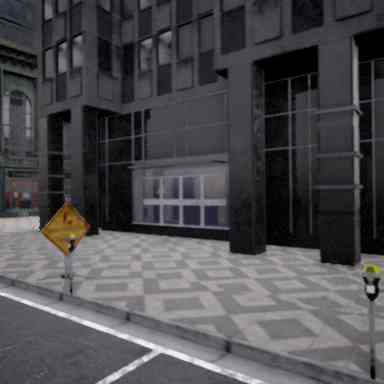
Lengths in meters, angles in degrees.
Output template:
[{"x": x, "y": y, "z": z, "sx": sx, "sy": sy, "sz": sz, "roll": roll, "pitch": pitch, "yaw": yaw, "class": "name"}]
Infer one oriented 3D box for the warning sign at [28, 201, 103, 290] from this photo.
[{"x": -2.991, "y": 1.167, "z": 7.925, "sx": 1.060, "sy": 1.860, "sz": 1.300, "roll": -1, "pitch": 0, "yaw": 36, "class": "warning sign"}]
